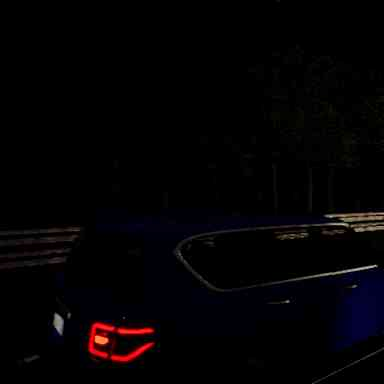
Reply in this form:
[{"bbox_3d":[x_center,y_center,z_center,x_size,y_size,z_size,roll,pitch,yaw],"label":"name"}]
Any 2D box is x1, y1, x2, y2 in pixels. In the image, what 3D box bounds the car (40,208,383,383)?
[{"bbox_3d":[1.036,1.248,4.425,5.566,2.045,2.150,1,0,-35],"label":"car"}]
